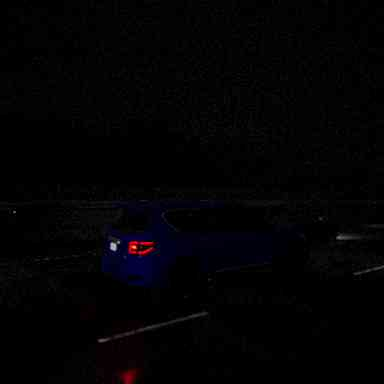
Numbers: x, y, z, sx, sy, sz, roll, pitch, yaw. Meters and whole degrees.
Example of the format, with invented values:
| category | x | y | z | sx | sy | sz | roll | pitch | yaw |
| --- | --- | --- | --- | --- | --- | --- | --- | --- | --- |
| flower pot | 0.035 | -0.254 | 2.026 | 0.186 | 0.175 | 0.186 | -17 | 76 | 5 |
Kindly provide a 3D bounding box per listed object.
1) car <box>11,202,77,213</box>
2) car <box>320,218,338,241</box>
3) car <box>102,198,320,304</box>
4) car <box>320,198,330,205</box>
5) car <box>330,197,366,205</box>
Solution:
| category | x | y | z | sx | sy | sz | roll | pitch | yaw |
| --- | --- | --- | --- | --- | --- | --- | --- | --- | --- |
| car | -12.862 | 1.573 | 29.213 | 5.357 | 1.411 | 2.033 | 0 | 0 | -36 |
| car | 5.183 | 1.638 | 16.047 | 4.181 | 1.385 | 1.994 | 1 | 0 | -36 |
| car | 0.566 | 1.241 | 8.437 | 5.566 | 2.045 | 2.150 | 0 | 0 | -35 |
| car | 19.145 | 1.950 | 47.728 | 5.008 | 1.535 | 1.882 | 1 | -1 | -35 |
| car | 18.638 | 1.736 | 38.782 | 4.553 | 1.767 | 2.097 | 1 | -1 | -35 |
